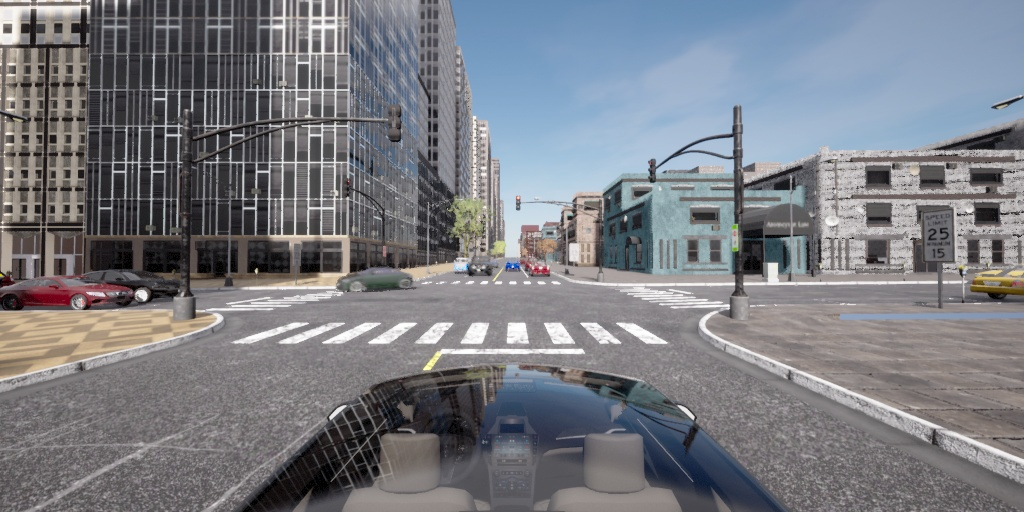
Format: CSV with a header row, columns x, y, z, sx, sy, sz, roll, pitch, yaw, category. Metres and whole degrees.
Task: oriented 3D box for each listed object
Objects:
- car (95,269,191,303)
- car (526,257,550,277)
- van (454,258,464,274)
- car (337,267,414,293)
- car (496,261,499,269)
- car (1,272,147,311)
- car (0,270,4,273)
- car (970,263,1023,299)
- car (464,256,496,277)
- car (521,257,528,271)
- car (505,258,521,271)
x,y,z,sx,sy,sz,roll,pitch,yaw,category
-17.888,1.359,16.681,5.008,1.535,1.882,-1,-1,0,car
2.702,1.194,35.902,1.967,1.591,4.097,0,0,0,car
-5.677,1.096,41.540,1.690,1.789,3.998,0,0,0,van
-7.964,1.358,21.066,4.181,1.385,1.994,-1,-1,-36,car
-3.072,1.303,56.235,2.033,1.411,5.357,0,0,0,car
-17.415,1.413,14.069,4.207,1.307,1.802,0,0,1,car
-23.098,1.325,14.125,4.097,1.591,1.967,0,0,1,car
20.694,0.994,13.691,4.829,1.417,1.751,0,0,1,car
-3.089,0.977,35.833,2.150,2.045,5.566,0,0,0,car
2.706,1.070,47.250,2.192,1.841,5.009,0,0,0,car
0.115,1.233,49.495,1.882,1.535,5.008,0,0,0,car
